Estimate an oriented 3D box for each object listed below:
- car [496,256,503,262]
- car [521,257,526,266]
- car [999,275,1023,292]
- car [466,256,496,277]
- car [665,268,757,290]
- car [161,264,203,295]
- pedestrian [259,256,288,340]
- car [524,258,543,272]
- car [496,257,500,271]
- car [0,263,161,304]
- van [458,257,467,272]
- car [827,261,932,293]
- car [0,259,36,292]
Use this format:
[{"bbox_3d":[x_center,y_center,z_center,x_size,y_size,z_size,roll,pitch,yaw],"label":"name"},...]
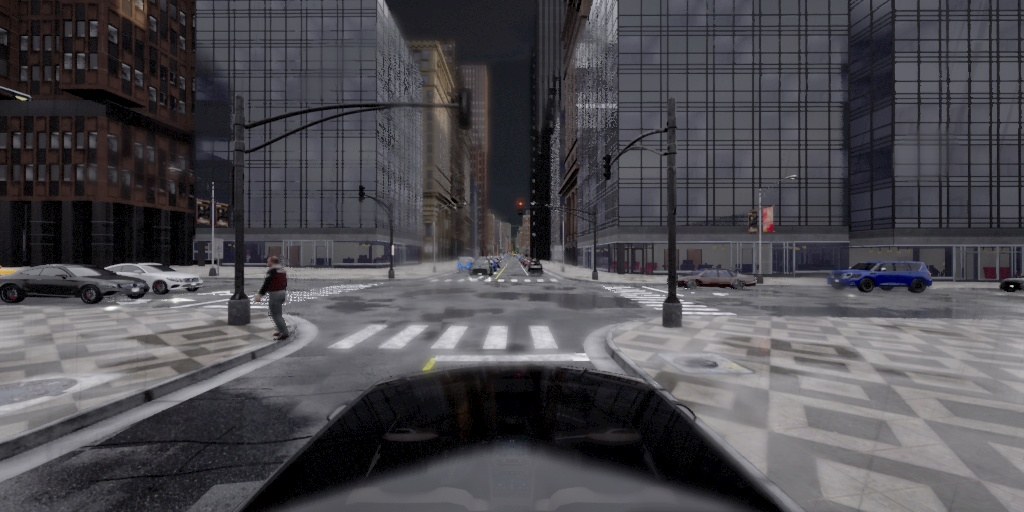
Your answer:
[{"bbox_3d":[-2.846,1.204,57.201,1.837,1.490,4.892,0,0,1],"label":"car"},{"bbox_3d":[2.934,1.272,61.635,1.802,1.307,4.207,0,0,0],"label":"car"},{"bbox_3d":[35.675,1.769,23.828,4.892,1.490,1.837,0,0,1],"label":"car"},{"bbox_3d":[-2.961,1.081,35.522,2.097,1.767,4.553,0,0,0],"label":"car"},{"bbox_3d":[13.211,1.511,23.955,5.357,1.411,2.033,1,0,0],"label":"car"},{"bbox_3d":[-17.760,1.052,17.394,4.674,1.442,1.812,1,0,0],"label":"car"},{"bbox_3d":[-5.125,0.887,7.798,0.375,1.860,0.375,0,0,0],"label":"pedestrian"},{"bbox_3d":[2.840,1.284,44.687,1.948,1.339,4.313,0,0,0],"label":"car"},{"bbox_3d":[-2.917,1.194,45.899,1.882,1.535,5.008,0,0,1],"label":"car"},{"bbox_3d":[-17.232,1.046,14.137,4.674,1.442,1.812,1,0,-1],"label":"car"},{"bbox_3d":[-5.685,1.059,44.733,1.690,1.789,3.998,0,0,0],"label":"van"},{"bbox_3d":[24.408,1.336,23.899,5.566,2.045,2.150,1,0,0],"label":"car"},{"bbox_3d":[-26.902,0.886,17.436,5.008,1.535,1.882,1,0,1],"label":"car"}]
